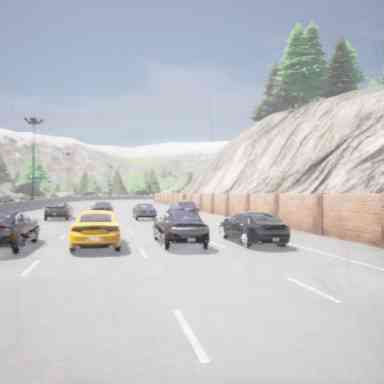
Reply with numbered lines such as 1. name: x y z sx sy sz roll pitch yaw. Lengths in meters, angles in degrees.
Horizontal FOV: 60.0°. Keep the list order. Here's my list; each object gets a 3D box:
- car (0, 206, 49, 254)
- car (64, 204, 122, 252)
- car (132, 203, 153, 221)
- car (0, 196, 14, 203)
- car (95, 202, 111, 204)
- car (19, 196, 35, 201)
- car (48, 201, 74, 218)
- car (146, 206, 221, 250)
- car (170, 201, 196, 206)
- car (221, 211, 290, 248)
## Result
1. car: -7.389 1.478 13.171 2.128 1.511 4.902 1 0 -14
2. car: -4.034 1.519 14.187 1.882 1.535 5.008 1 0 -14
3. car: -4.171 1.691 29.122 2.033 1.411 5.357 1 0 -14
4. car: -33.544 1.428 59.979 1.837 1.490 4.892 1 0 -14
5. car: -7.641 1.597 28.585 1.837 1.490 4.892 1 0 -14
6. car: -30.155 1.494 60.840 2.128 1.511 4.902 1 0 -14
7. car: -11.030 1.526 27.715 2.128 1.511 4.902 1 0 -14
8. car: -0.600 1.588 14.871 2.128 1.511 4.902 1 0 -14
9. car: -0.795 1.549 30.064 2.097 1.767 4.553 1 -1 -14
10. car: 2.795 1.659 15.718 1.837 1.490 4.892 1 0 -14
